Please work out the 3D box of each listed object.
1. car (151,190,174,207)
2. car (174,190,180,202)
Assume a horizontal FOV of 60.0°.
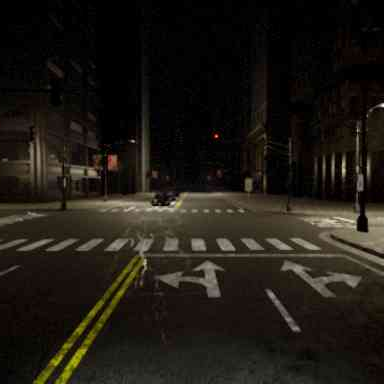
[{"bbox_3d":[-3.227,0.872,35.515,1.837,1.490,4.892,0,3,0],"label":"car"},{"bbox_3d":[-3.219,0.596,48.047,2.128,1.511,4.902,0,2,0],"label":"car"}]
